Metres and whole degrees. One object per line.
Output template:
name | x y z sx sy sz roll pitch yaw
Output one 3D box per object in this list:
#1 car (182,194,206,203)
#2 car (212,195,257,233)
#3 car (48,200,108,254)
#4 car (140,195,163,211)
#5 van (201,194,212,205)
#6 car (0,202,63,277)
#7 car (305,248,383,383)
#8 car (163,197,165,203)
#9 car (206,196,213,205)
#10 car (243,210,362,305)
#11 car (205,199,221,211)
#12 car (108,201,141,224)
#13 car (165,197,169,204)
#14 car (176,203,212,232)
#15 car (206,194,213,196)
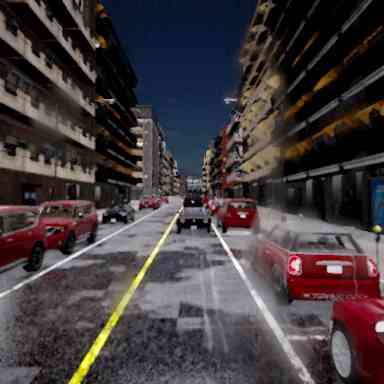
car | 0.106 1.193 38.066 2.150 2.045 5.566 0 0 0
car | 2.556 1.291 19.054 2.192 1.841 5.009 1 0 0
car | -5.290 1.297 13.584 2.192 1.841 5.009 1 0 0
car | -5.288 1.288 41.236 2.192 1.841 5.009 1 0 0
van | 2.559 1.333 57.775 1.690 1.788 3.998 1 0 0
car | -5.291 1.304 8.054 2.192 1.841 5.009 1 0 0
car | 2.583 1.541 2.461 1.887 1.381 4.507 1 0 0
car | -5.293 1.522 46.768 1.887 1.381 4.507 1 0 0
car | 2.554 1.411 30.118 1.967 1.590 4.097 1 0 0
car | 2.594 1.429 7.993 1.967 1.590 4.097 1 0 0
car | 2.553 1.555 41.181 1.802 1.307 4.206 1 0 0
car | -5.295 1.538 24.647 1.947 1.339 4.313 1 0 0
car | -5.292 1.584 63.362 1.802 1.307 4.206 1 0 0
car | 0.103 1.576 19.696 1.895 1.301 4.718 0 0 0
car | 2.559 1.299 52.243 2.192 1.841 5.009 1 0 0
